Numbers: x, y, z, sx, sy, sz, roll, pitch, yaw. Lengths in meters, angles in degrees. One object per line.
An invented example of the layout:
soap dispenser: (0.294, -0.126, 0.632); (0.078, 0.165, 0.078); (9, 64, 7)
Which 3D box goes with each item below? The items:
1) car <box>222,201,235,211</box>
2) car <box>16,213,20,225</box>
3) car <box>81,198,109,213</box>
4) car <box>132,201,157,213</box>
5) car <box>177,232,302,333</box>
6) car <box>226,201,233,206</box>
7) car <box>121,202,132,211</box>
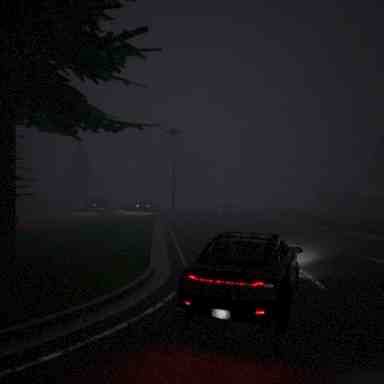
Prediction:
car: (6.154, 2.393, 56.131); (1.812, 1.442, 4.674); (0, -1, 7)
car: (-13.568, 1.754, 21.308); (1.837, 1.490, 4.892); (0, -1, 24)
car: (-13.736, 1.859, 47.659); (2.150, 2.045, 5.566); (0, -1, 7)
car: (-6.605, 2.035, 48.240); (2.097, 1.767, 4.553); (0, -1, 7)
car: (1.239, 1.606, 7.154); (2.128, 1.511, 4.902); (1, -1, 19)
car: (10.282, 2.994, 90.491); (1.895, 1.301, 4.718); (0, -1, 7)
car: (-9.585, 2.281, 52.646); (2.033, 1.411, 5.357); (0, -1, 7)
